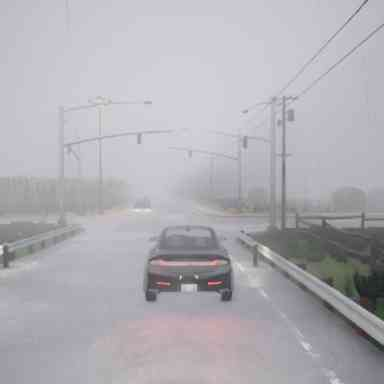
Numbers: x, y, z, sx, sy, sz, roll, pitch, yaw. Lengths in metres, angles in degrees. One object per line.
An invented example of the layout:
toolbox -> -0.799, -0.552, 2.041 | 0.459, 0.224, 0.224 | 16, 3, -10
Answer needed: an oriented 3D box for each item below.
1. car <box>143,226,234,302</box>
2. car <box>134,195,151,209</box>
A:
car -> -0.097, 1.607, 8.519 | 2.128, 1.511, 4.902 | 0, -2, -1
car -> -6.403, 1.430, 43.464 | 1.994, 1.385, 4.181 | 0, 1, -7
